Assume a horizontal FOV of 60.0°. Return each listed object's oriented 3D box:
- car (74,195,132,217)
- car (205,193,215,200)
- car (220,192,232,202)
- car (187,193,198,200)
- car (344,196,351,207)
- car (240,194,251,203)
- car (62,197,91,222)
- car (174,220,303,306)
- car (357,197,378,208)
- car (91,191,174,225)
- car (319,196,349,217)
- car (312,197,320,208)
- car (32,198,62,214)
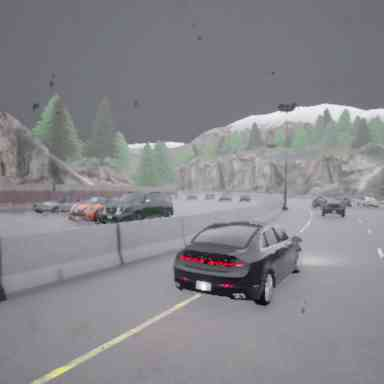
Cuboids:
[{"bbox_3d":[-7.233,1.065,27.619,1.882,1.535,5.008,1,1,24],"label":"car"},{"bbox_3d":[3.683,0.906,68.029,2.128,1.511,4.902,1,1,6],"label":"car"},{"bbox_3d":[6.286,0.847,61.240,2.097,1.767,4.553,1,1,10],"label":"car"},{"bbox_3d":[0.190,0.920,68.239,1.895,1.301,4.718,1,1,6],"label":"car"},{"bbox_3d":[22.189,1.388,49.527,2.128,1.511,4.902,1,1,11],"label":"car"},{"bbox_3d":[9.644,1.117,59.828,2.033,1.411,5.357,1,1,10],"label":"car"},{"bbox_3d":[-5.946,1.018,22.090,2.097,1.767,4.553,1,1,25],"label":"car"},{"bbox_3d":[1.394,1.442,8.093,1.837,1.490,4.892,1,1,29],"label":"car"},{"bbox_3d":[25.458,1.494,48.199,1.812,1.442,4.674,2,1,11],"label":"car"},{"bbox_3d":[-3.093,0.961,19.877,2.150,2.045,5.566,1,1,26],"label":"car"},{"bbox_3d":[12.872,1.425,30.418,1.837,1.490,4.892,1,1,20],"label":"car"},{"bbox_3d":[17.114,1.407,44.142,2.033,1.411,5.357,1,1,14],"label":"car"},{"bbox_3d":[-10.906,1.120,27.938,1.895,1.301,4.718,1,1,24],"label":"car"}]
